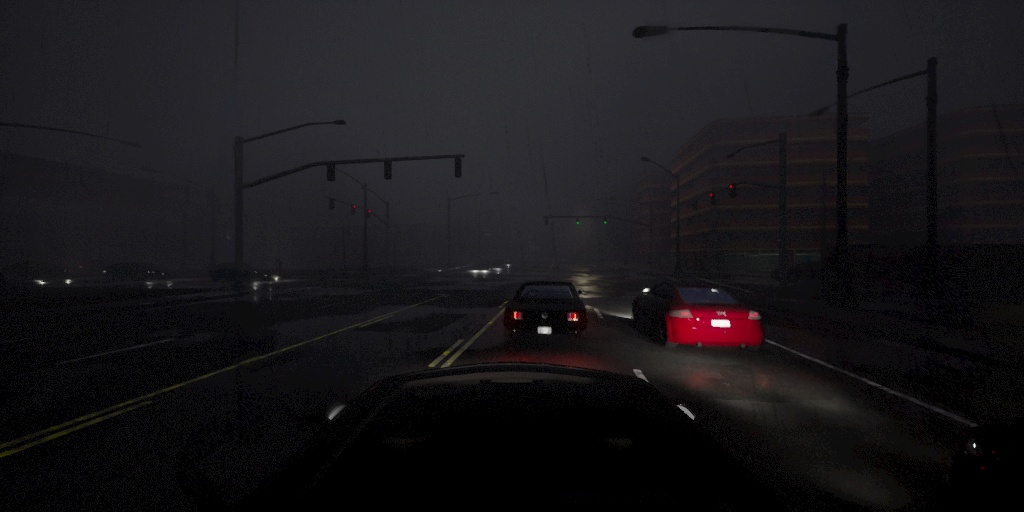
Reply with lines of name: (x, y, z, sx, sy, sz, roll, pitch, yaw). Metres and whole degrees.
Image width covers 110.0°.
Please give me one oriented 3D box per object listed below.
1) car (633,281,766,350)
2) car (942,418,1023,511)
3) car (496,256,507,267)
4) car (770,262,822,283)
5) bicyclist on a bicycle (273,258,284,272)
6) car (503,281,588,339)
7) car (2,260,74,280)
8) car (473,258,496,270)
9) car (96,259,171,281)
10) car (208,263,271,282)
car: (4.431, 1.314, 9.161, 1.994, 1.385, 4.181, 0, 0, 7)
car: (3.640, 1.242, 0.196, 2.128, 1.511, 4.902, 0, 0, 1)
car: (-2.546, 1.064, 58.551, 1.895, 1.301, 4.718, 0, 1, 8)
car: (22.798, 1.228, 27.588, 5.008, 1.535, 1.882, 0, 0, 7)
bicyclist on a bicycle: (-26.429, 1.053, 40.569, 0.582, 1.620, 1.656, 0, 0, 7)
car: (1.022, 1.351, 10.116, 1.895, 1.301, 4.718, 0, 0, 8)
car: (-41.877, 1.228, 31.492, 5.008, 1.535, 1.882, 0, 0, 11)
car: (-3.890, 1.176, 48.697, 1.994, 1.385, 4.181, 0, 1, 8)
car: (-31.478, 1.256, 30.124, 4.892, 1.490, 1.837, 0, 0, 7)
car: (-22.036, 1.276, 29.017, 4.674, 1.442, 1.812, 0, 0, 7)
